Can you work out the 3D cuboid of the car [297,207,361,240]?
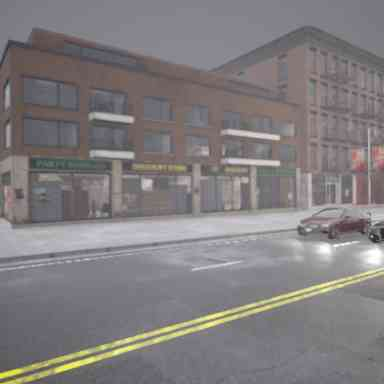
[{"bbox_3d":[7.333,1.503,16.864,4.674,1.442,1.812,0,0,-35],"label":"car"}]

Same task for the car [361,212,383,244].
[{"bbox_3d":[9.538,1.542,14.443,4.181,1.385,1.994,0,0,-35],"label":"car"}]
